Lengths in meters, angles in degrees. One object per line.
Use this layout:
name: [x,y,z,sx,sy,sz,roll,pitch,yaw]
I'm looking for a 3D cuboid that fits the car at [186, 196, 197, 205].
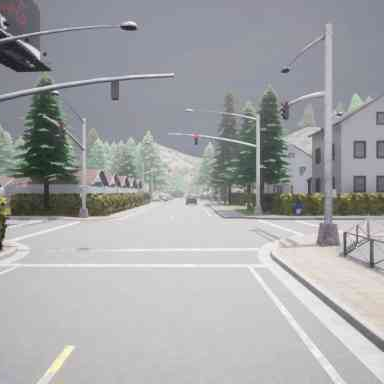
car: [-0.091,1.505,59.254,1.837,1.490,4.892,0,0,0]
